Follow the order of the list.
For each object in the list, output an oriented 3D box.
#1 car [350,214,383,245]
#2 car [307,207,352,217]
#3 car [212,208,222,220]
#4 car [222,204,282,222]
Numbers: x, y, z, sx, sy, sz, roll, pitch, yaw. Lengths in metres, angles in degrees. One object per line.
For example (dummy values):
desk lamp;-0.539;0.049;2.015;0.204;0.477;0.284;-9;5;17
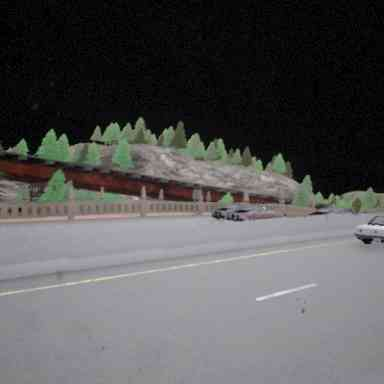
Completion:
car;9.228;1.676;14.639;4.718;1.301;1.895;1;-1;-36
car;10.082;1.800;23.978;4.181;1.385;1.994;3;-2;-35
car;3.722;1.710;28.070;4.181;1.385;1.994;2;-1;-35
car;4.663;1.677;24.459;4.181;1.385;1.994;2;-1;-35
